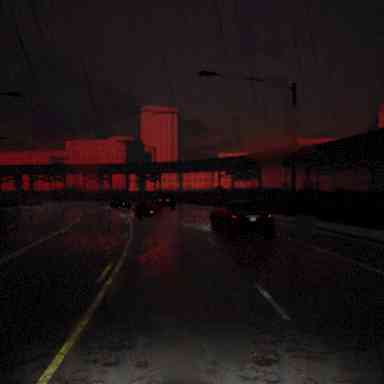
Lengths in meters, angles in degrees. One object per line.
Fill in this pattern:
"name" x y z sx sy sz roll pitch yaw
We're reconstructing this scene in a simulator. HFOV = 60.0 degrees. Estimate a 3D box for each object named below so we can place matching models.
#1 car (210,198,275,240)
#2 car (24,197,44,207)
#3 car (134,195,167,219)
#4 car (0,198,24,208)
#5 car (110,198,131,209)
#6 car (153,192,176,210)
"car" 2.221 1.151 15.883 2.097 1.767 4.553 0 0 -8
"car" -25.683 1.516 53.680 5.008 1.535 1.882 -1 0 45
"car" -3.546 1.298 26.676 1.882 1.535 5.008 0 0 -14
"car" -27.758 1.611 50.821 1.812 1.442 4.674 -1 0 -44
"car" -9.164 1.412 42.363 1.994 1.385 4.181 -1 0 -24
"car" -3.564 1.029 38.358 2.150 2.045 5.566 0 0 -21
